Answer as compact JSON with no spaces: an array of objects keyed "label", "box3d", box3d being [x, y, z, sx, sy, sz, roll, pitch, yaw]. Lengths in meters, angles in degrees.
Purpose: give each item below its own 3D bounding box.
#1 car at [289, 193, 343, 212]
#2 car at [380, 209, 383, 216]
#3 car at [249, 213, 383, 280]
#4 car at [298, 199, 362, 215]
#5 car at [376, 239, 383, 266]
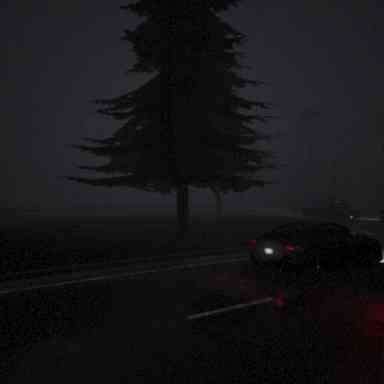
[{"label":"car","box3d":[13.187,1.121,35.473,5.566,2.045,2.150,0,0,45]},{"label":"car","box3d":[15.260,1.450,23.235,1.837,1.490,4.892,2,0,-4]},{"label":"car","box3d":[3.736,1.535,9.877,4.181,1.385,1.994,0,0,-32]},{"label":"car","box3d":[10.982,1.527,26.612,1.895,1.301,4.718,0,0,-20]},{"label":"car","box3d":[6.377,1.510,7.419,4.674,1.442,1.812,0,0,-32]}]
